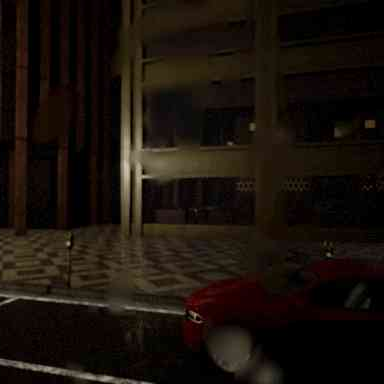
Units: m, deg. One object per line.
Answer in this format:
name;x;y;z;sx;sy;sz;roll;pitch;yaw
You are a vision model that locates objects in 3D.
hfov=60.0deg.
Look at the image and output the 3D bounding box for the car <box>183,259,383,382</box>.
car;2.097;1.623;4.563;4.507;1.381;1.887;0;-1;16
